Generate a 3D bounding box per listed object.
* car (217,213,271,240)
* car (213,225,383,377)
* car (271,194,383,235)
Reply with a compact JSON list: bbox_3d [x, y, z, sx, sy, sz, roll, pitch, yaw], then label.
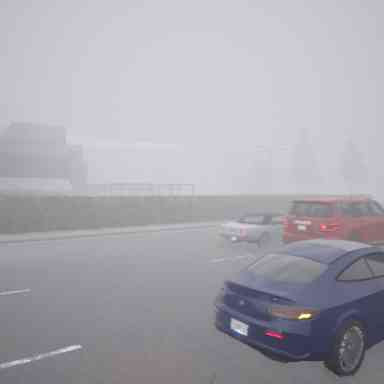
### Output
[{"bbox_3d":[3.500,1.600,14.833,4.718,1.301,1.895,0,0,-35],"label":"car"},{"bbox_3d":[2.460,1.525,5.514,4.674,1.442,1.812,0,0,-36],"label":"car"},{"bbox_3d":[5.655,1.221,12.071,5.566,2.045,2.150,0,0,-35],"label":"car"}]
